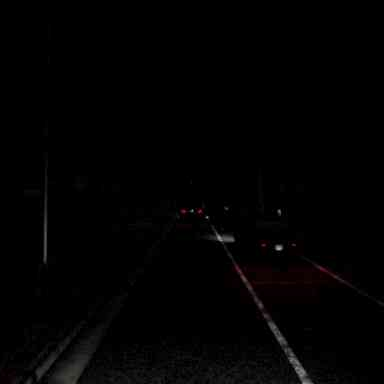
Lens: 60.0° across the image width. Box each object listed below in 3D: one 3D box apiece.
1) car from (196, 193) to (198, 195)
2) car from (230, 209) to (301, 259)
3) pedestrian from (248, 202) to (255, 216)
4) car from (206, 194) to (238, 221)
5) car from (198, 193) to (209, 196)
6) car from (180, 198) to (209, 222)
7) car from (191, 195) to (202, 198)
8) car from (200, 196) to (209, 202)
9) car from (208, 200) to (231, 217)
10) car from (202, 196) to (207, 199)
[{"bbox_3d":[2.655,1.348,94.615,1.967,1.590,4.097,2,0,0],"label":"car"},{"bbox_3d":[2.749,1.584,12.816,1.812,1.442,4.674,0,0,0],"label":"car"},{"bbox_3d":[2.749,1.359,15.680,0.375,1.860,0.375,2,-2,0],"label":"pedestrian"},{"bbox_3d":[2.664,1.393,27.960,2.192,1.841,5.009,2,0,0],"label":"car"},{"bbox_3d":[2.664,1.297,61.292,2.192,1.841,5.009,2,0,0],"label":"car"},{"bbox_3d":[-0.001,1.475,26.766,2.033,1.411,5.357,0,0,0],"label":"car"},{"bbox_3d":[-0.003,1.443,44.957,2.033,1.411,5.357,0,0,0],"label":"car"},{"bbox_3d":[2.654,1.528,72.400,1.802,1.307,4.206,2,0,0],"label":"car"},{"bbox_3d":[2.658,1.619,33.517,1.887,1.381,4.507,2,0,0],"label":"car"},{"bbox_3d":[2.658,1.613,44.629,1.947,1.339,4.313,2,0,0],"label":"car"}]
